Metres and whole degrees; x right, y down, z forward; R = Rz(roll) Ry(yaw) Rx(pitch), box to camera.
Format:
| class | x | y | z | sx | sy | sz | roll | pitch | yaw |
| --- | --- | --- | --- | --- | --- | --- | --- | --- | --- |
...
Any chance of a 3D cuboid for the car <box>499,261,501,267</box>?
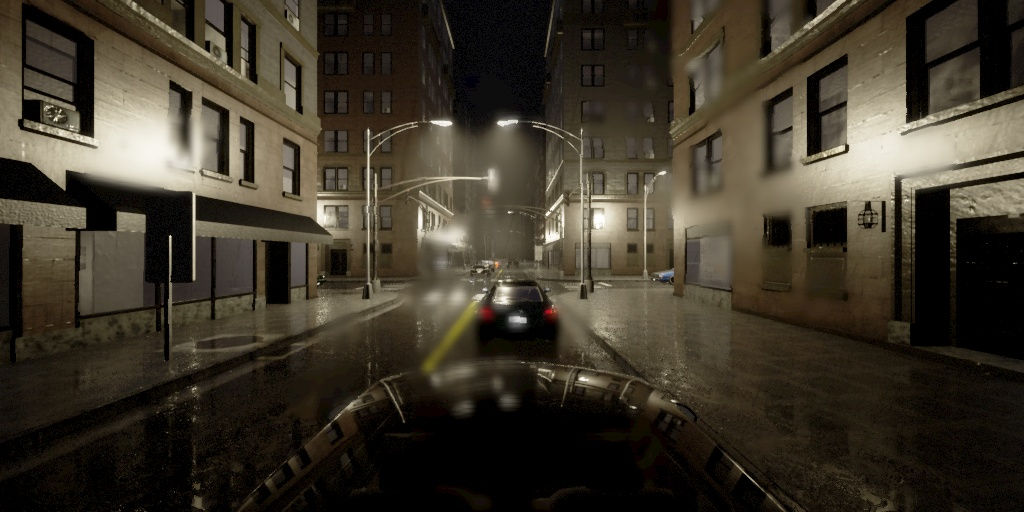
| class | x | y | z | sx | sy | sz | roll | pitch | yaw |
| --- | --- | --- | --- | --- | --- | --- | --- | --- | --- |
| car | -3.060 | 1.093 | 55.850 | 2.097 | 1.767 | 4.553 | 0 | 0 | -1 |

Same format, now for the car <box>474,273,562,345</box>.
| class | x | y | z | sx | sy | sz | roll | pitch | yaw |
| --- | --- | --- | --- | --- | --- | --- | --- | --- | --- |
| car | 0.118 | 1.314 | 9.497 | 1.994 | 1.385 | 4.181 | 0 | 0 | -1 |

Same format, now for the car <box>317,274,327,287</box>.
| class | x | y | z | sx | sy | sz | roll | pitch | yaw |
| --- | --- | --- | --- | --- | --- | --- | --- | --- | --- |
| car | -14.016 | 1.387 | 21.877 | 4.718 | 1.301 | 1.895 | 0 | 0 | 0 |

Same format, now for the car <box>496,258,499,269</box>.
| class | x | y | z | sx | sy | sz | roll | pitch | yaw |
| --- | --- | --- | --- | --- | --- | --- | --- | --- | --- |
| car | -3.078 | 1.294 | 46.068 | 2.033 | 1.411 | 5.357 | 0 | 0 | 0 |

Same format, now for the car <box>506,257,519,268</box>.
| class | x | y | z | sx | sy | sz | roll | pitch | yaw |
| --- | --- | --- | --- | --- | --- | --- | --- | --- | --- |
| car | 0.131 | 1.237 | 61.759 | 1.837 | 1.490 | 4.892 | 0 | -1 | 0 |

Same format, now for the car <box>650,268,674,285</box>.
| class | x | y | z | sx | sy | sz | roll | pitch | yaw |
| --- | --- | --- | --- | --- | --- | --- | --- | --- | --- |
| car | 12.626 | 1.261 | 25.150 | 5.357 | 1.411 | 2.033 | 0 | 0 | 0 |

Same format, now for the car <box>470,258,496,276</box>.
| class | x | y | z | sx | sy | sz | roll | pitch | yaw |
| --- | --- | --- | --- | --- | --- | --- | --- | --- | --- |
| car | -3.079 | 1.240 | 36.326 | 2.128 | 1.511 | 4.902 | 0 | 0 | 0 |
